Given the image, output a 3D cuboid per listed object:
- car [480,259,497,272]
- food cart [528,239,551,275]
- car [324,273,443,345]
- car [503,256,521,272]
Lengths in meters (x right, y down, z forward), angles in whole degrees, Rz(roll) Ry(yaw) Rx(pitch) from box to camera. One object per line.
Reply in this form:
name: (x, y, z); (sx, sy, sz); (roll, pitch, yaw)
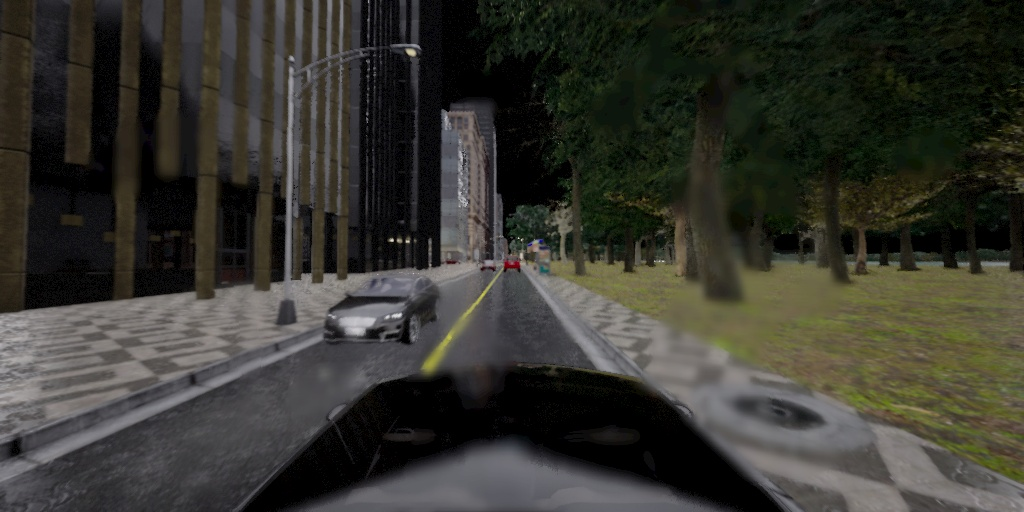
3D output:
car: (-3.080, 1.271, 46.576); (1.882, 1.535, 5.008); (0, 0, 0)
food cart: (3.141, 0.237, 36.322); (2.280, 3.560, 4.660); (0, 0, 0)
car: (-3.098, 1.245, 9.575); (2.128, 1.511, 4.902); (0, 0, 0)
car: (0.024, 1.014, 46.680); (2.150, 2.045, 5.566); (0, 0, 0)
